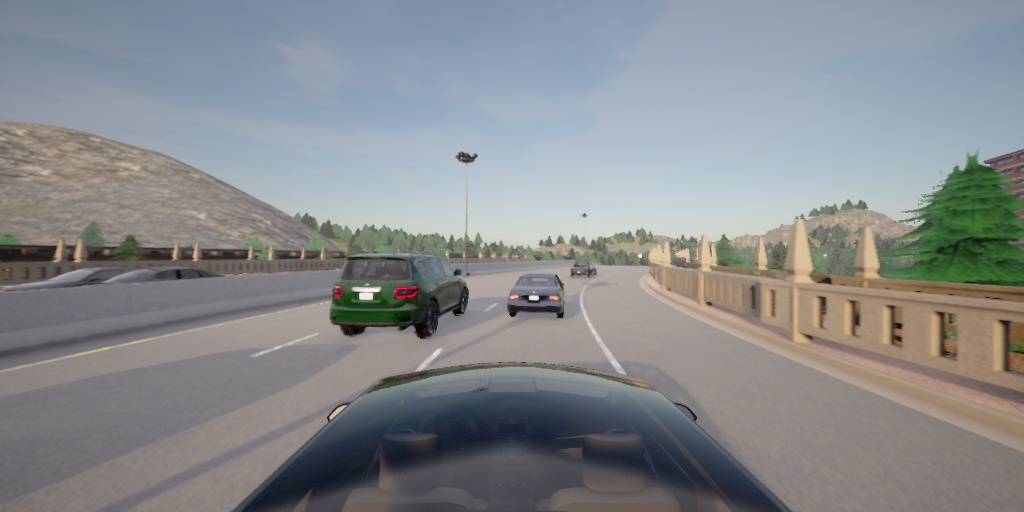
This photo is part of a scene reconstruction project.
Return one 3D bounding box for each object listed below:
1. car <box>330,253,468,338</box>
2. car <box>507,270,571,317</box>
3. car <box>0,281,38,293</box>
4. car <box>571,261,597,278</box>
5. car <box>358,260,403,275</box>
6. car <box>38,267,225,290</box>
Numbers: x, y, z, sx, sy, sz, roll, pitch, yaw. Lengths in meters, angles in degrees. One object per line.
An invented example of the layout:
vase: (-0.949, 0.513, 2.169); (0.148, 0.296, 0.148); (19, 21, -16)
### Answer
car: (-2.832, 0.952, 10.316); (2.150, 2.045, 5.566); (0, 0, 6)
car: (1.013, 1.293, 13.150); (2.033, 1.411, 5.357); (0, 0, 8)
car: (-16.592, 1.188, 14.229); (1.812, 1.442, 4.674); (0, 0, 8)
car: (6.841, 1.249, 34.101); (2.128, 1.511, 4.902); (0, 0, 22)
car: (-14.102, 1.164, 38.739); (1.837, 1.490, 4.892); (0, 0, 20)
car: (-13.196, 1.184, 13.280); (1.837, 1.490, 4.892); (0, 0, 8)
